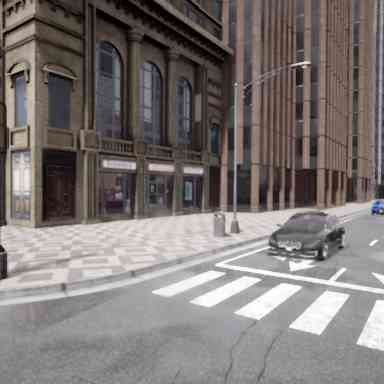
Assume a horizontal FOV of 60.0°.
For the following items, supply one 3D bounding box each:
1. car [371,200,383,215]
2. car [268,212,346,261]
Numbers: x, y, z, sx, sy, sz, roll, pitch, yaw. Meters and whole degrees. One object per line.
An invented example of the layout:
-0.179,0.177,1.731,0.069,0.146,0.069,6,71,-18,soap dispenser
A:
19.300,1.543,33.400,1.882,1.535,5.008,1,1,35,car
4.494,1.558,12.590,1.837,1.490,4.892,1,1,35,car
